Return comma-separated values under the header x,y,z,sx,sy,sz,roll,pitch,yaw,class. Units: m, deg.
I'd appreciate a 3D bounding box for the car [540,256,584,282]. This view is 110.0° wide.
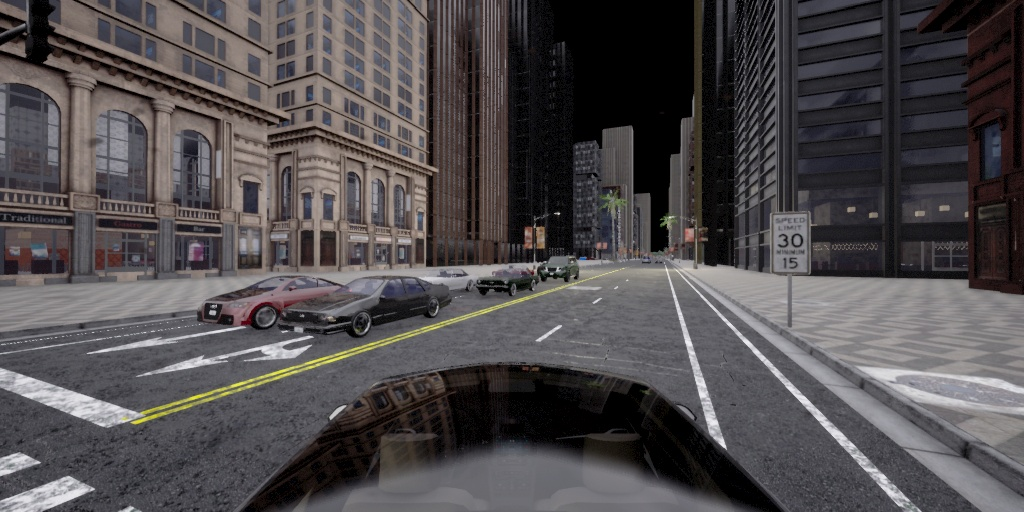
x,y,z,sx,sy,sz,roll,pitch,yaw,class
4.022,0.987,29.352,2.150,2.045,5.566,0,0,23,car

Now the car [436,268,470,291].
x,y,z,sx,sy,sz,roll,pitch,yaw,class
-3.715,1.357,19.357,1.895,1.301,4.718,0,0,23,car

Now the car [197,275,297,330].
x,y,z,sx,sy,sz,roll,pitch,yaw,class
-7.108,1.316,11.279,1.994,1.385,4.181,0,0,23,car

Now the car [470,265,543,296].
x,y,z,sx,sy,sz,roll,pitch,yaw,class
-0.130,1.358,19.494,1.895,1.301,4.718,0,0,23,car

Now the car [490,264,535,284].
x,y,z,sx,sy,sz,roll,pitch,yaw,class
0.149,1.364,28.538,1.895,1.301,4.718,0,0,23,car

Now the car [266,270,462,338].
x,y,z,sx,sy,sz,roll,pitch,yaw,class
-3.849,1.299,10.655,2.033,1.411,5.357,0,0,23,car

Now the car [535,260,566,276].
x,y,z,sx,sy,sz,roll,pitch,yaw,class
4.143,1.251,37.930,1.882,1.535,5.008,0,0,23,car
